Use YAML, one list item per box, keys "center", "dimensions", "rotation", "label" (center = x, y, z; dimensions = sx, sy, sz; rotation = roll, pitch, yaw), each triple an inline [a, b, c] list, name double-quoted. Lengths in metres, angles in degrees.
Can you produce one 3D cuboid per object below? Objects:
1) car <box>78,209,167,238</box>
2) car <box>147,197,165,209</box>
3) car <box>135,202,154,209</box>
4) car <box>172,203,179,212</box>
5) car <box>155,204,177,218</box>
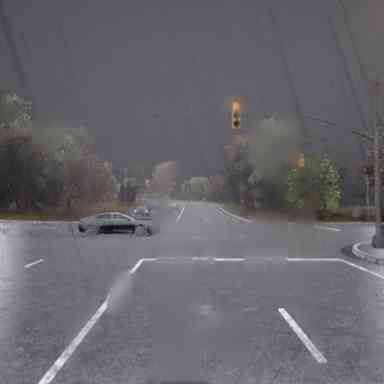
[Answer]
- center: [-4.203, 1.905, 19.570]
  dimensions: [4.902, 1.511, 2.128]
  rotation: [0, -2, 4]
  label: "car"
- center: [-7.090, 2.668, 65.229]
  dimensions: [2.150, 2.045, 5.566]
  rotation: [0, 1, 0]
  label: "car"
- center: [-7.139, 2.726, 48.246]
  dimensions: [2.097, 1.767, 4.553]
  rotation: [0, -1, 0]
  label: "car"
- center: [-3.595, 2.978, 64.741]
  dimensions: [1.812, 1.442, 4.674]
  rotation: [0, 0, 0]
  label: "car"
- center: [-3.642, 2.918, 48.040]
  dimensions: [2.033, 1.411, 5.357]
  rotation: [0, -1, 0]
  label: "car"
